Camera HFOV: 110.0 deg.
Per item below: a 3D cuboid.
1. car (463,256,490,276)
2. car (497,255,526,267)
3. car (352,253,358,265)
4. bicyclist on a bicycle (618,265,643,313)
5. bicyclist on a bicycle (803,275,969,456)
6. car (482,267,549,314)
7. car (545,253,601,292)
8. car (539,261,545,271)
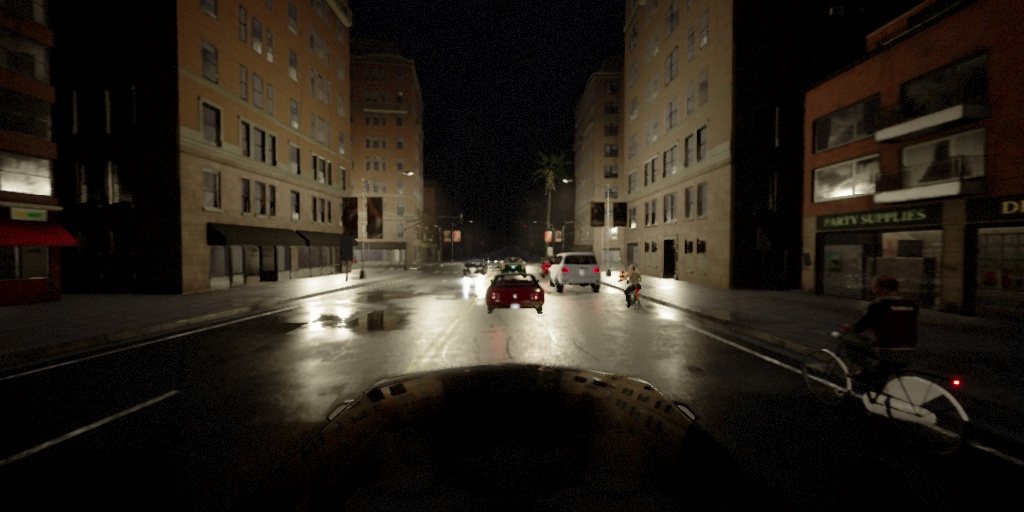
[{"bbox_3d":[-3.264,1.007,32.561,2.128,1.511,4.902,0,0,1],"label":"car"},{"bbox_3d":[0.104,0.886,29.903,2.097,1.767,4.553,0,0,0],"label":"car"},{"bbox_3d":[-23.880,0.477,49.357,5.009,1.841,2.192,0,0,-9],"label":"car"},{"bbox_3d":[4.170,1.103,12.452,0.866,1.612,1.509,0,-1,-1],"label":"bicyclist on a bicycle"},{"bbox_3d":[4.144,1.101,4.194,0.659,1.776,1.843,0,1,0],"label":"bicyclist on a bicycle"},{"bbox_3d":[0.103,1.259,13.316,1.895,1.301,4.718,0,0,0],"label":"car"},{"bbox_3d":[3.342,0.831,19.905,2.150,2.045,5.566,0,0,0],"label":"car"},{"bbox_3d":[3.258,1.062,29.594,1.812,1.442,4.674,0,0,0],"label":"car"}]
